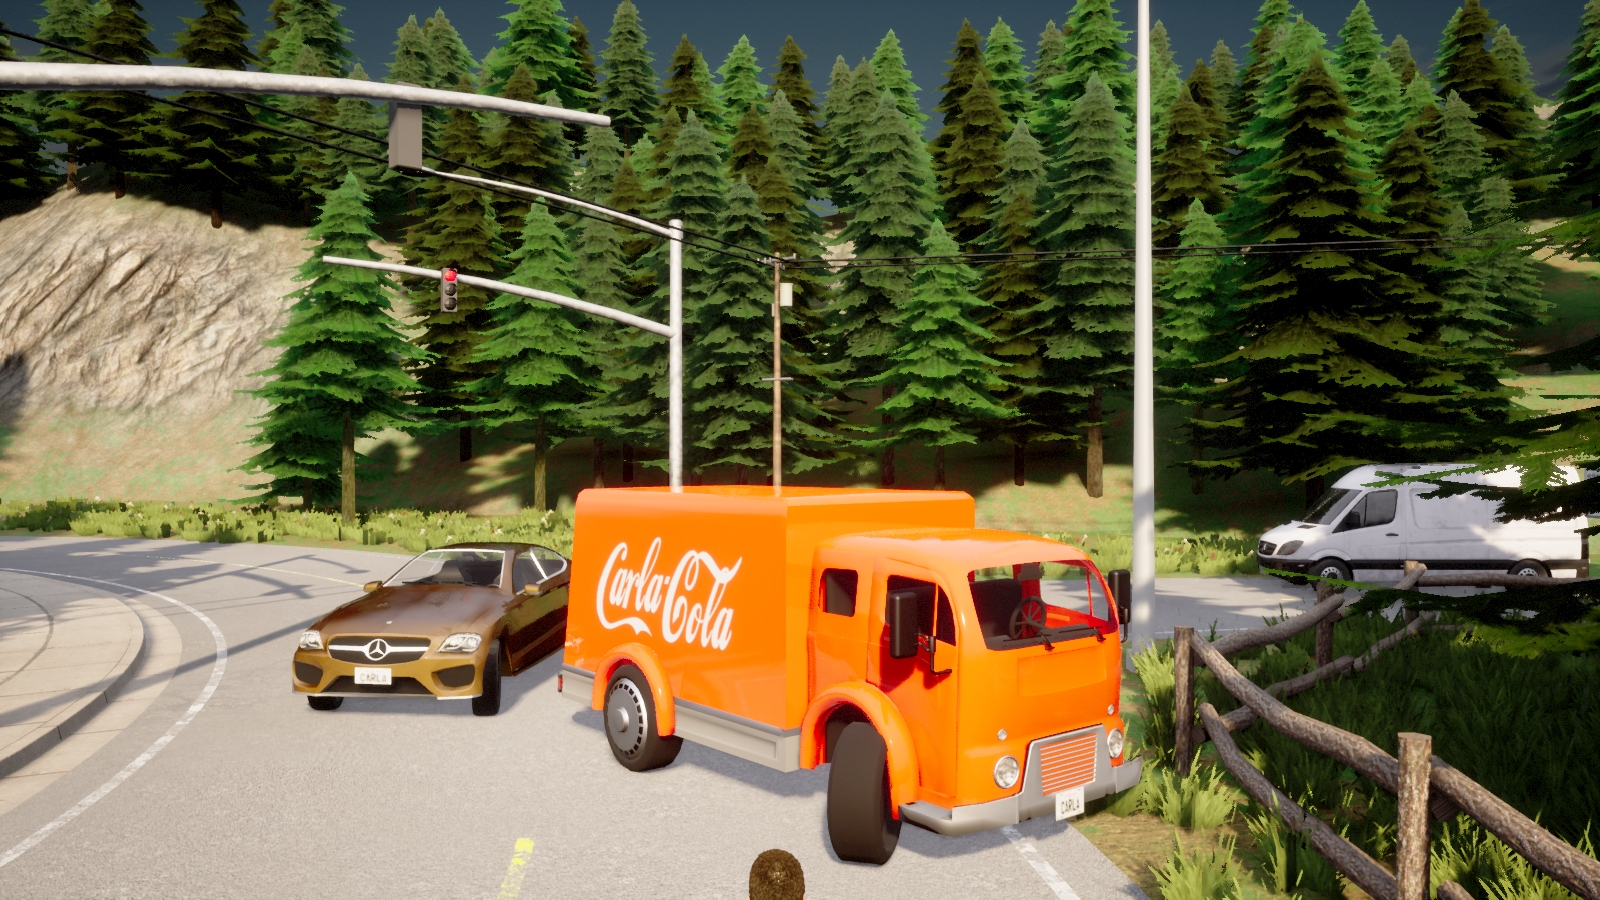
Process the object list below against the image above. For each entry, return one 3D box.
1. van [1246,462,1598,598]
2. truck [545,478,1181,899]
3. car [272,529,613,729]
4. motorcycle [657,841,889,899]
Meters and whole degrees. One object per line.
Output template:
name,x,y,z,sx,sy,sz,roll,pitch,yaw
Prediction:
van,12.302,1.534,22.944,5.915,2.561,1.988,0,0,4
truck,0.202,1.542,9.769,2.627,2.467,5.204,0,0,-39
car,-4.038,1.970,14.038,2.152,1.651,5.027,0,0,6
motorcycle,-0.074,2.159,3.526,0.803,1.199,2.033,0,0,-2
